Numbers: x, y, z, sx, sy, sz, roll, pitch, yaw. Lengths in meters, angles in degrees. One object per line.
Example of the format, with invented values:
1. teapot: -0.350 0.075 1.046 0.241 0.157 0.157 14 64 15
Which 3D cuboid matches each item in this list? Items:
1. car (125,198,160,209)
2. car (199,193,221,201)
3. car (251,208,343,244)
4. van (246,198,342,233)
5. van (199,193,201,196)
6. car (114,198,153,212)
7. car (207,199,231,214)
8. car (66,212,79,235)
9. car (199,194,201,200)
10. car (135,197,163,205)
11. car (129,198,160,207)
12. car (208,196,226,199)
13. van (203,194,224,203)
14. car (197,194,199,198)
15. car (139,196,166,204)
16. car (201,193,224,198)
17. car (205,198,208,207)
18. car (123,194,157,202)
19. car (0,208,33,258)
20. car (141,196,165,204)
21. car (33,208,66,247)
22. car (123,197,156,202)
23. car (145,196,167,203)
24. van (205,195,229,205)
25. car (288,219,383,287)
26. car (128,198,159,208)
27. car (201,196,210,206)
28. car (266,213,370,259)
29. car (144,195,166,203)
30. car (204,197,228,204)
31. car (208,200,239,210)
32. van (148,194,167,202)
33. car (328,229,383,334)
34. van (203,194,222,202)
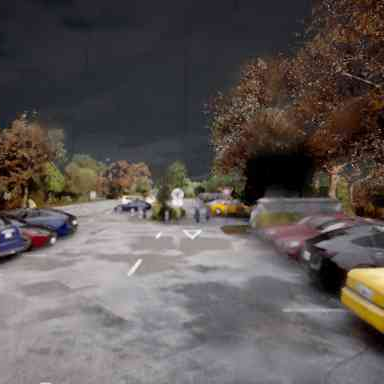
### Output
1. car: -8.093 1.870 54.388 5.366 1.575 1.946 0 1 0
2. car: 4.780 1.413 87.596 5.566 2.045 2.435 0 0 0
3. car: 5.057 1.557 13.640 4.674 1.452 2.002 0 0 0
4. van: 4.931 1.283 16.313 4.442 1.987 1.878 -1 0 0
5. van: 4.690 1.451 82.057 4.442 1.987 1.878 0 0 0
6. car: -8.310 1.994 46.060 4.792 1.488 2.163 0 1 0
7. car: 4.794 1.994 43.410 5.008 1.535 2.097 0 1 0
8. car: -8.052 1.536 16.244 4.792 1.488 2.163 0 0 0
9. car: 4.811 1.689 76.517 5.008 1.535 2.097 0 0 0
10. car: -8.462 1.748 65.613 5.366 1.575 1.946 0 1 0
11. car: -8.463 1.808 59.940 5.366 1.575 1.946 0 1 0
12. car: 4.831 1.839 46.180 4.553 1.767 2.185 0 1 0
13. van: 4.697 1.473 73.730 4.442 1.987 1.878 0 0 0
14. car: 4.779 1.419 84.826 5.566 2.045 2.435 0 0 0
15. car: -8.091 1.725 68.266 5.366 1.575 1.946 0 1 0
16. car: 4.831 1.562 59.903 5.566 2.045 2.435 0 1 0
17. car: 4.770 1.965 48.827 4.792 1.488 2.163 0 1 0
18. car: -8.251 1.652 51.609 5.566 2.045 2.435 0 1 0
19. car: -7.997 1.400 10.674 4.553 1.767 2.185 0 0 0
20. car: -8.281 1.711 71.033 4.892 1.521 2.231 0 1 0
21. car: -7.996 1.546 13.460 4.792 1.488 2.163 0 0 0
22. car: -8.275 1.933 48.836 5.008 1.535 2.097 0 1 0
23. car: -8.245 1.718 76.586 4.792 1.488 2.163 0 0 0
24. van: 4.920 1.527 65.567 4.442 1.987 1.878 0 1 0
25. car: 5.077 1.559 7.943 4.792 1.488 2.163 0 0 0
26. car: -8.272 1.843 57.164 4.892 1.521 2.231 0 1 0
27. car: 4.615 1.871 54.367 5.366 1.575 1.946 0 1 0
28. car: 5.054 1.566 10.855 4.674 1.452 2.002 0 0 0
29. car: -8.244 1.571 73.812 4.553 1.767 2.185 0 0 0
30. car: 4.833 1.758 68.340 4.792 1.488 2.163 0 1 0
31. car: 4.798 1.945 51.597 4.674 1.452 2.002 0 1 0
32. van: -8.157 1.456 79.362 4.442 1.987 1.878 0 0 0
33. car: 5.231 1.519 5.151 5.366 1.575 1.946 0 0 0
34. van: 4.923 1.457 79.286 4.442 1.987 1.878 0 0 0
